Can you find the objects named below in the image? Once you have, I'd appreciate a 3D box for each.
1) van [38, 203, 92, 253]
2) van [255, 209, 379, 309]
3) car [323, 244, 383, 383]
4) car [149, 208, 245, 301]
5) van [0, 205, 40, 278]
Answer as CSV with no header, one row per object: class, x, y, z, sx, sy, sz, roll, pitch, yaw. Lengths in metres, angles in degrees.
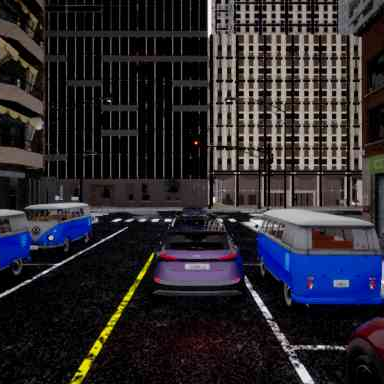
van,-5.305,1.345,13.268,1.690,1.788,3.998,0,0,0
van,2.573,1.343,7.580,1.690,1.788,3.998,0,0,0
car,2.570,1.440,1.890,1.967,1.590,4.097,0,0,0
car,0.103,1.432,8.337,2.033,1.649,4.856,0,0,0
van,-5.308,1.343,7.578,1.690,1.788,3.998,0,0,0
